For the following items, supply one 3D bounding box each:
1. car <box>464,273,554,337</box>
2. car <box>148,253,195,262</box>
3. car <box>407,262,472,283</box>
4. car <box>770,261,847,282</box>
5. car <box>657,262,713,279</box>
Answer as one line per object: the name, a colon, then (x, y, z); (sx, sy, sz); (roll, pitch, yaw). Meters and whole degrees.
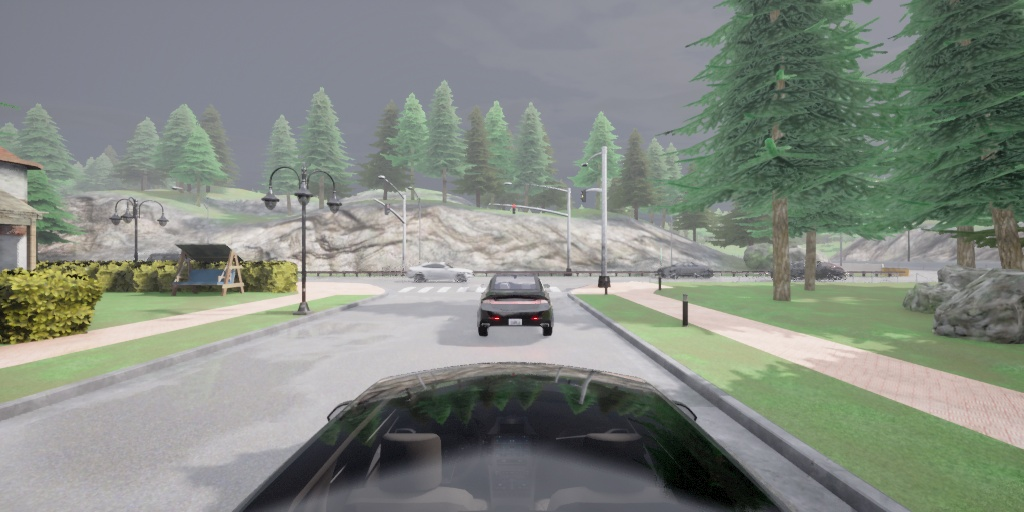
car: (0.094, 1.242, 10.333); (2.128, 1.511, 4.902); (0, 0, 1)
car: (-23.111, 0.809, 25.843); (5.566, 2.045, 2.150); (0, 0, 0)
car: (-5.158, 1.156, 25.804); (4.674, 1.442, 1.812); (0, 1, 0)
car: (21.228, 1.113, 25.773); (4.674, 1.442, 1.812); (0, 0, 0)
car: (14.171, 1.151, 29.465); (4.181, 1.385, 1.994); (0, 0, 0)
